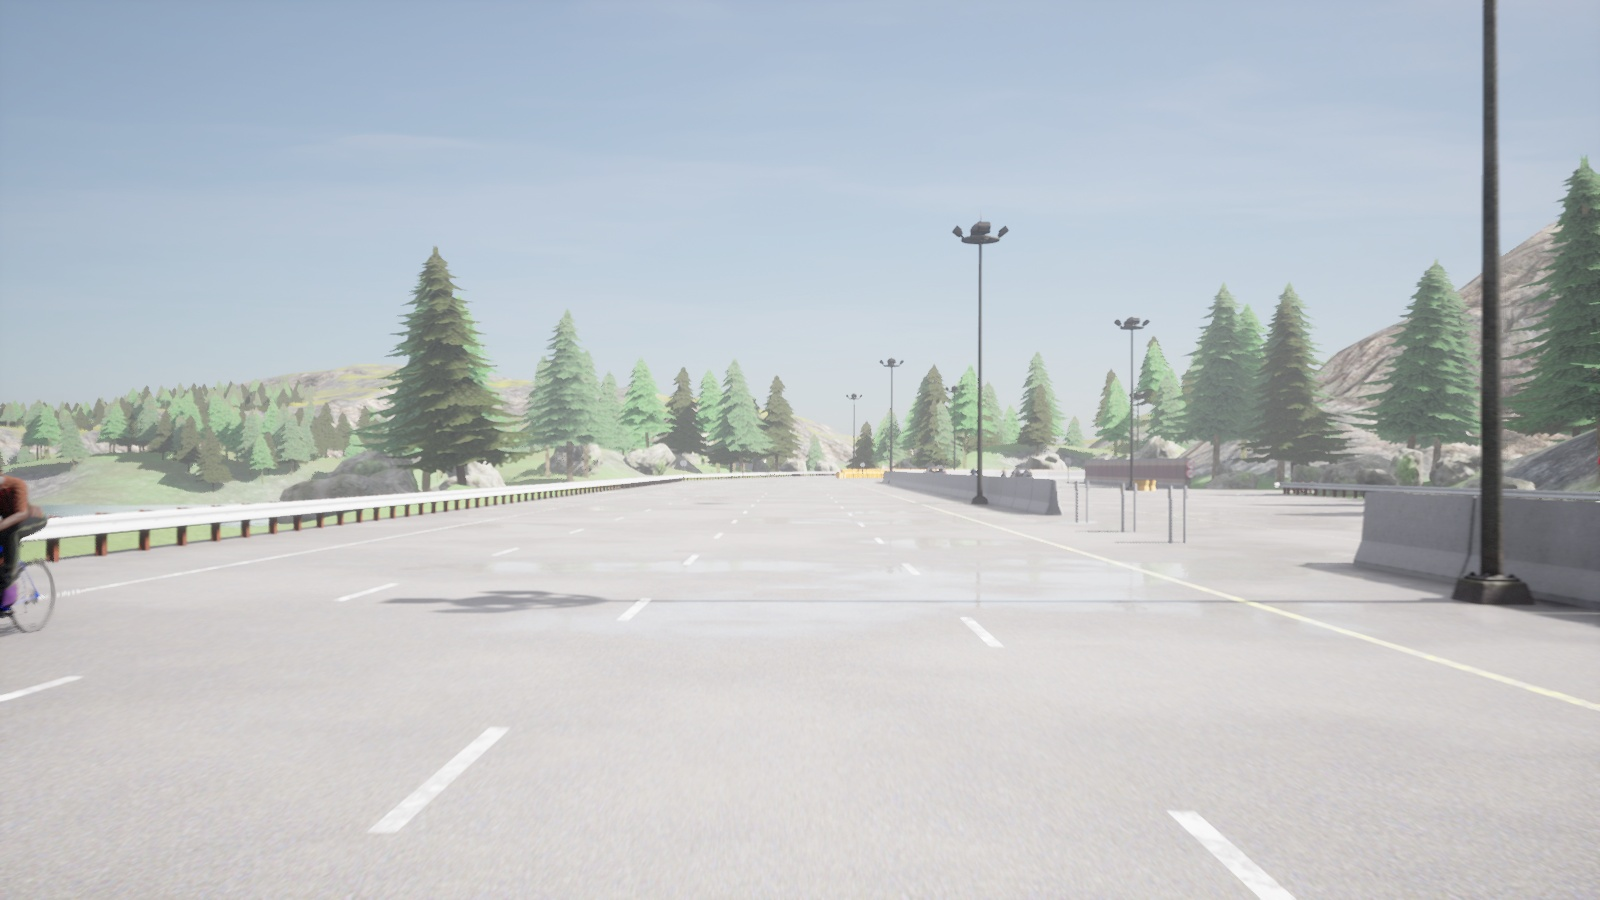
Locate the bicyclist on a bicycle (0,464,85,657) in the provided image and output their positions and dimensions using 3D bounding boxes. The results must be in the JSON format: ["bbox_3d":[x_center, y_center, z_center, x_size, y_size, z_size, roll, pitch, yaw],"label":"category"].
[{"bbox_3d":[-7.027,0.936,11.003,0.582,1.620,1.656,0,0,0],"label":"bicyclist on a bicycle"}]
